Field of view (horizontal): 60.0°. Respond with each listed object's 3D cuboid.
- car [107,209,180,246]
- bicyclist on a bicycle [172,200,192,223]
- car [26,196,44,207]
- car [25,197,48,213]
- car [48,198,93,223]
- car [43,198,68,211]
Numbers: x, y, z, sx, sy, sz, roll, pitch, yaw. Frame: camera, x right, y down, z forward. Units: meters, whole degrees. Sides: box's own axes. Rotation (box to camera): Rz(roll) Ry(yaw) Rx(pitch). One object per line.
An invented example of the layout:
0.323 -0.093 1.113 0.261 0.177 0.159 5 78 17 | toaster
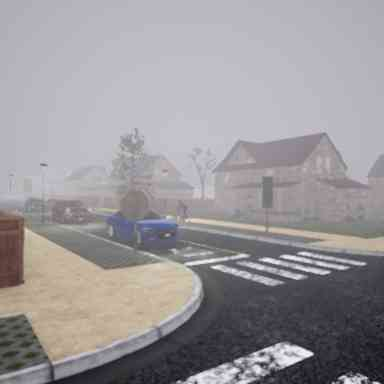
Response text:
-2.456 1.529 16.031 1.882 1.535 5.008 0 0 -35 | car
-0.705 1.377 23.705 1.656 1.620 0.582 0 0 -35 | bicyclist on a bicycle
-25.226 1.469 53.318 1.882 1.535 5.008 0 0 -35 | car
-17.486 1.500 37.328 1.837 1.490 4.892 0 0 -35 | car
-9.271 1.373 25.671 2.097 1.767 4.553 0 0 -35 | car
-17.407 1.533 42.274 1.812 1.442 4.674 0 -1 -36 | car
